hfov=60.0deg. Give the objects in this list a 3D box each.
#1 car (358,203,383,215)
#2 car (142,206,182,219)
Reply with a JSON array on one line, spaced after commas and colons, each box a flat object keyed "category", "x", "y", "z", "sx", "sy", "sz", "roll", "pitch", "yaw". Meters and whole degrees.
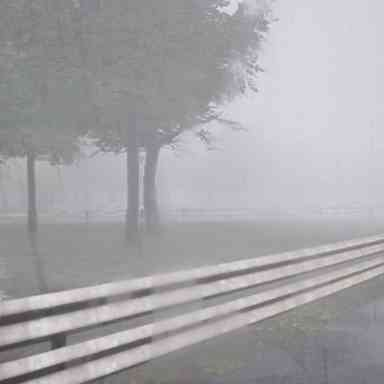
[{"category": "car", "x": 23.353, "y": 2.102, "z": 41.860, "sx": 4.674, "sy": 1.442, "sz": 1.812, "roll": -1, "pitch": 0, "yaw": -2}, {"category": "car", "x": -3.776, "y": 2.460, "z": 40.858, "sx": 5.008, "sy": 1.535, "sz": 1.882, "roll": -1, "pitch": 0, "yaw": -2}]
